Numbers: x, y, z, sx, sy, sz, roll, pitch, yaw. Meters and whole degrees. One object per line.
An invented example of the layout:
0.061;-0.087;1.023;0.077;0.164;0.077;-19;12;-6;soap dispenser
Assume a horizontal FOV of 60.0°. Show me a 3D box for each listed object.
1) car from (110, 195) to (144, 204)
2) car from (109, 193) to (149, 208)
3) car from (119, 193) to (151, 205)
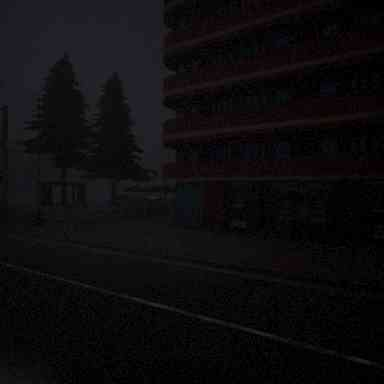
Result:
-10.530;1.189;53.965;2.033;1.411;5.357;1;0;40;car
-7.826;1.071;40.134;2.097;1.767;4.553;1;0;36;car
-8.628;1.021;50.623;2.097;1.767;4.553;1;0;40;car
